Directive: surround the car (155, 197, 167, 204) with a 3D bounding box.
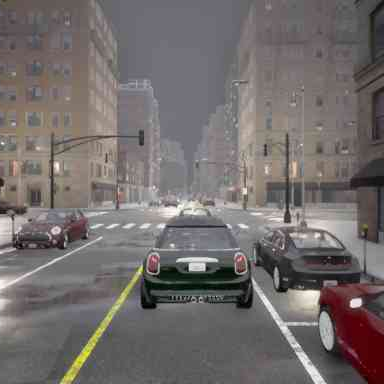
[{"bbox_3d":[-5.922,1.612,63.533,1.887,1.381,4.507,0,0,0],"label":"car"}]

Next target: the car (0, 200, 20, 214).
[{"bbox_3d":[-17.594,1.403,30.197,5.008,1.535,1.882,0,0,-2],"label":"car"}]

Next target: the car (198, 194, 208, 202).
[{"bbox_3d":[2.602,1.594,63.756,1.752,1.417,4.829,0,0,0],"label":"car"}]

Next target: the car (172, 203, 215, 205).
[{"bbox_3d":[0.139,1.497,15.345,2.128,1.511,4.902,0,0,0],"label":"car"}]

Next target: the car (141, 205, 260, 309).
[{"bbox_3d":[0.069,1.354,8.043,2.097,1.767,4.553,0,0,-1],"label":"car"}]

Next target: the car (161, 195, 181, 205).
[{"bbox_3d":[-3.066,1.587,50.018,2.033,1.411,5.357,0,0,-1],"label":"car"}]

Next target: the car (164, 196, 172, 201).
[{"bbox_3d":[-6.073,1.720,85.565,1.802,1.307,4.206,0,0,0],"label":"car"}]

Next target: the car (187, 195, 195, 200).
[{"bbox_3d":[-0.249,1.541,90.051,1.994,1.385,4.181,0,0,0],"label":"car"}]

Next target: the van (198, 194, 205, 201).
[{"bbox_3d":[2.454,1.480,85.615,1.690,1.788,3.998,0,0,0],"label":"van"}]

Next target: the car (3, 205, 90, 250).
[{"bbox_3d":[-5.813,1.445,14.156,1.967,1.590,4.097,0,0,0],"label":"car"}]

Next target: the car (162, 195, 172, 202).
[{"bbox_3d":[-6.034,1.557,80.058,1.967,1.590,4.097,0,0,0],"label":"car"}]

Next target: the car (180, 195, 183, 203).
[{"bbox_3d":[-3.118,1.660,60.008,1.895,1.301,4.718,0,0,0],"label":"car"}]

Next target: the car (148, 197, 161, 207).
[{"bbox_3d":[-5.847,1.594,52.517,2.008,1.369,4.403,0,0,0],"label":"car"}]

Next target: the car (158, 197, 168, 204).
[{"bbox_3d":[-5.960,1.664,69.041,1.802,1.307,4.206,0,0,0],"label":"car"}]

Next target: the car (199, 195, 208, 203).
[{"bbox_3d":[2.528,1.539,74.601,1.967,1.590,4.097,0,0,0],"label":"car"}]

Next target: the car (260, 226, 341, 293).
[{"bbox_3d":[2.698,1.553,8.645,2.008,1.369,4.403,0,0,0],"label":"car"}]

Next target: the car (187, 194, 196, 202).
[{"bbox_3d":[-0.181,1.705,80.076,1.895,1.301,4.718,0,0,0],"label":"car"}]

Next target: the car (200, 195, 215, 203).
[{"bbox_3d":[2.679,1.589,52.572,1.887,1.381,4.507,0,0,0],"label":"car"}]

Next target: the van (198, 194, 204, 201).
[{"bbox_3d":[2.415,1.502,91.122,1.690,1.788,3.998,0,0,0],"label":"van"}]

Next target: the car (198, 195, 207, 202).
[{"bbox_3d":[2.491,1.558,80.107,1.967,1.590,4.097,0,0,0],"label":"car"}]

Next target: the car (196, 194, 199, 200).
[{"bbox_3d":[2.566,1.398,69.093,2.192,1.841,5.009,0,0,0],"label":"car"}]

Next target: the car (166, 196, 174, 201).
[{"bbox_3d":[-6.111,1.726,91.073,1.947,1.339,4.313,0,0,0],"label":"car"}]

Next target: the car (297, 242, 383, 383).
[{"bbox_3d":[2.684,1.545,3.154,1.887,1.381,4.507,0,0,0],"label":"car"}]
